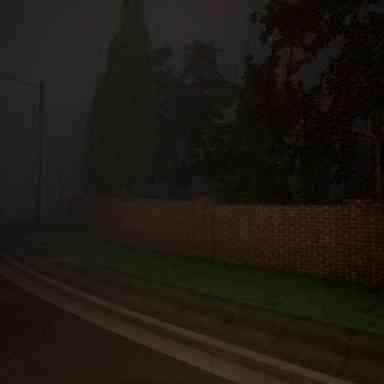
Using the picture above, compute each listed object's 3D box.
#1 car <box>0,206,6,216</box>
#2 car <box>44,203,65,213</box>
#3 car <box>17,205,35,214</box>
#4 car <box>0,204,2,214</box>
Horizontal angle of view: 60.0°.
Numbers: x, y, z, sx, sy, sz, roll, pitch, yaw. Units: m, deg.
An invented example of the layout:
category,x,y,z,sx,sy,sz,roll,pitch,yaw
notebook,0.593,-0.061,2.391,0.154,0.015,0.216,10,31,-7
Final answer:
category,x,y,z,sx,sy,sz,roll,pitch,yaw
car,-23.381,2.131,39.005,1.812,1.442,4.674,1,-2,-15
car,-27.595,3.239,66.919,2.150,2.045,5.566,0,-4,3
car,-27.302,2.902,55.308,1.994,1.385,4.181,1,-4,-4
car,-30.098,2.435,48.865,2.128,1.511,4.902,0,-3,-7
